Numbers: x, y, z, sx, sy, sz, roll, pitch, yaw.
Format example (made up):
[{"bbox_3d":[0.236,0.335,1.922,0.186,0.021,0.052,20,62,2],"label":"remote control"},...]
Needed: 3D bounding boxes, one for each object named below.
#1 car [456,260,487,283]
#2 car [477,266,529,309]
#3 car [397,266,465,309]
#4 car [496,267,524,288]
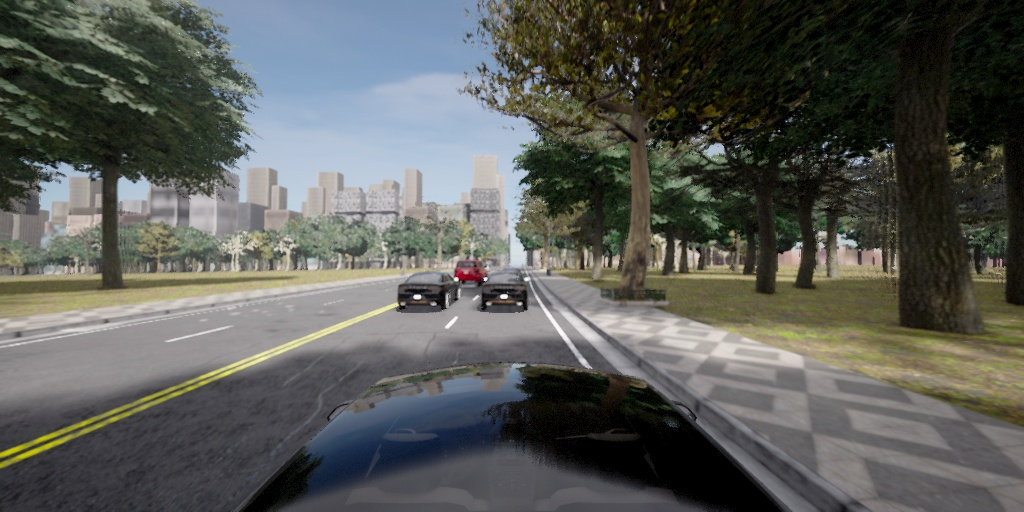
[{"bbox_3d":[-3.323,1.340,29.217,2.150,2.045,5.566,0,-1,2],"label":"car"},{"bbox_3d":[-0.265,1.401,15.935,1.882,1.535,5.008,0,0,1],"label":"car"},{"bbox_3d":[-3.515,1.402,15.909,1.882,1.535,5.008,0,0,1],"label":"car"},{"bbox_3d":[-0.074,1.657,29.081,2.033,1.411,5.357,0,-1,2],"label":"car"}]
